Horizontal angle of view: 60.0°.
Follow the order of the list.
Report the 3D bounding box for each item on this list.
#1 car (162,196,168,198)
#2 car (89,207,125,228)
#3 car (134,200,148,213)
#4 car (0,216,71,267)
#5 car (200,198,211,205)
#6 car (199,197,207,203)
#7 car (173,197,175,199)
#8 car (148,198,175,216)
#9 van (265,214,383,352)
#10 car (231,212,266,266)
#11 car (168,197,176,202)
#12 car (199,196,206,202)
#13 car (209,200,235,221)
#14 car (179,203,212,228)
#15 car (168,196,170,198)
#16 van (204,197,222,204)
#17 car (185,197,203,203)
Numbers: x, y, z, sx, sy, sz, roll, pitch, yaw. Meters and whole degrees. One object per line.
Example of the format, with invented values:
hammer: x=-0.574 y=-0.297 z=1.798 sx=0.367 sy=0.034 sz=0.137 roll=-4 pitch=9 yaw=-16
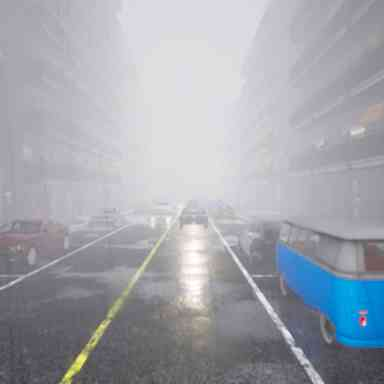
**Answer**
car: x=-5.669 y=1.799 z=55.767 sx=1.947 sy=1.339 sz=4.313 roll=0 pitch=0 yaw=0
car: x=-5.686 y=1.673 z=22.627 sx=1.802 sy=1.307 sz=4.206 roll=0 pitch=0 yaw=0
car: x=-5.679 y=1.685 z=39.027 sx=1.752 sy=1.417 sz=4.829 roll=0 pitch=0 yaw=0
car: x=-5.691 y=1.591 z=11.580 sx=1.887 sy=1.381 sz=4.507 roll=0 pitch=0 yaw=0
car: x=2.717 y=1.832 z=66.796 sx=2.008 sy=1.369 sz=4.403 roll=-1 pitch=0 yaw=0
car: x=2.725 y=1.908 z=83.367 sx=2.008 sy=1.369 sz=4.403 roll=-1 pitch=0 yaw=0
car: x=-5.660 y=1.772 z=77.862 sx=1.967 sy=1.590 sz=4.097 roll=-1 pitch=0 yaw=0
car: x=-3.073 y=1.664 z=34.128 sx=1.812 sy=1.442 sz=4.674 roll=0 pitch=0 yaw=0
van: x=2.685 y=1.365 z=6.041 sx=1.690 sy=1.788 sz=3.998 roll=0 pitch=0 yaw=0
car: x=2.690 y=1.612 z=11.564 sx=1.947 sy=1.339 sz=4.313 roll=0 pitch=0 yaw=0
car: x=-5.651 y=1.976 z=94.432 sx=1.947 sy=1.339 sz=4.313 roll=-1 pitch=0 yaw=0
car: x=2.727 y=1.909 z=89.061 sx=1.752 sy=1.417 sz=4.829 roll=-1 pitch=0 yaw=0
car: x=2.697 y=1.640 z=28.303 sx=1.752 sy=1.417 sz=4.829 roll=-1 pitch=0 yaw=0
car: x=0.112 y=1.693 z=22.987 sx=1.895 sy=1.301 sz=4.718 roll=0 pitch=0 yaw=0
car: x=-5.667 y=1.802 z=61.291 sx=1.887 sy=1.381 sz=4.507 roll=0 pitch=0 yaw=0
van: x=2.701 y=1.502 z=39.182 sx=1.690 sy=1.788 sz=3.998 roll=-1 pitch=0 yaw=0
car: x=0.124 y=1.689 z=45.040 sx=1.837 sy=1.490 sz=4.892 roll=0 pitch=-1 yaw=0
